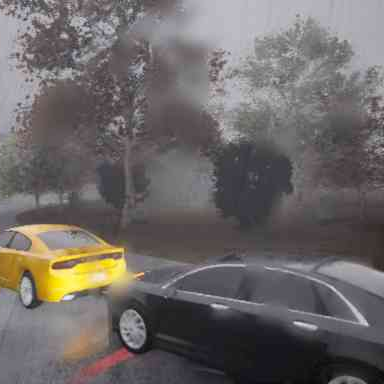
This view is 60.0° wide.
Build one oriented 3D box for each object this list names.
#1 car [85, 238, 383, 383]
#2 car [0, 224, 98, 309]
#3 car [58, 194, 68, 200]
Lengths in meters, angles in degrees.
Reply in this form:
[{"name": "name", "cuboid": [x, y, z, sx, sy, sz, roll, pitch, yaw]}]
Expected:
[{"name": "car", "cuboid": [0.874, 1.548, 4.529, 4.892, 1.490, 1.837, 0, -1, 37]}, {"name": "car", "cuboid": [-3.738, 1.524, 8.128, 5.008, 1.535, 1.882, 0, -1, 40]}, {"name": "car", "cuboid": [-26.032, 0.876, 69.686, 1.837, 1.490, 4.892, -1, 1, 12]}]
